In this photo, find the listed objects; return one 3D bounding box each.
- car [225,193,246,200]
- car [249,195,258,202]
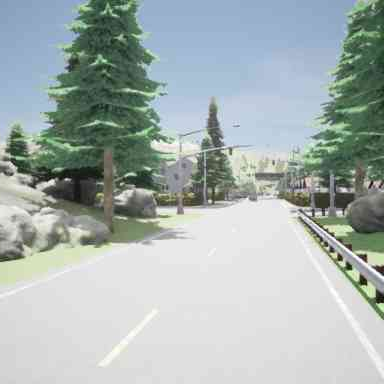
[{"bbox_3d":[12.374,1.323,90.954,4.902,1.511,2.128,0,0,13],"label":"car"},{"bbox_3d":[14.049,1.457,76.007,1.837,1.490,4.892,0,0,13],"label":"car"}]
